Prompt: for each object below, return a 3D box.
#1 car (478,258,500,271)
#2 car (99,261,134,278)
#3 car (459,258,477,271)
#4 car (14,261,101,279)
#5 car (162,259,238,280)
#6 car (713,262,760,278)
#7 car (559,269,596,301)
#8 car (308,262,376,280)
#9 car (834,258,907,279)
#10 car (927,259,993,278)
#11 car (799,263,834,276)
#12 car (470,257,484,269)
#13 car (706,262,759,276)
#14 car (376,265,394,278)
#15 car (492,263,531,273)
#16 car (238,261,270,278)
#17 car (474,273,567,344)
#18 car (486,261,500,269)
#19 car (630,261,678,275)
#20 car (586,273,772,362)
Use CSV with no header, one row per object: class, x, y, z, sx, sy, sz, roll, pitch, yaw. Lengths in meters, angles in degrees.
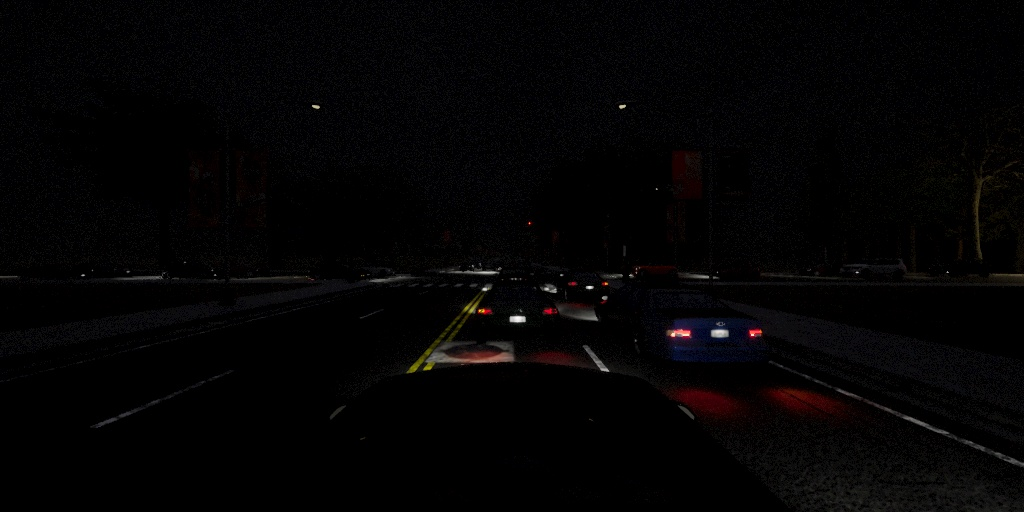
car,-3.313,1.406,52.753,2.128,1.511,4.902,0,0,0
car,-38.042,1.190,33.219,4.902,1.511,2.128,0,0,0
car,-6.565,1.417,52.201,1.837,1.490,4.892,0,0,0
car,-38.055,1.293,29.968,4.718,1.301,1.895,0,0,0
car,-26.304,1.081,30.077,4.553,1.767,2.097,0,0,-1
car,23.234,1.522,37.156,4.181,1.385,1.994,0,0,-2
car,3.358,1.340,17.553,1.994,1.385,4.181,0,0,0
car,-14.323,1.278,29.874,4.892,1.490,1.837,0,0,4
car,37.475,1.263,37.241,5.566,2.045,2.150,1,0,0
car,50.576,1.357,40.504,5.566,2.045,2.150,1,0,0
car,35.294,1.508,40.469,5.008,1.535,1.882,0,0,1
car,-6.550,1.194,62.052,2.150,2.045,5.566,0,0,0
car,24.804,1.476,40.403,4.892,1.490,1.837,0,0,-1
car,-13.510,1.308,33.742,4.674,1.442,1.812,0,0,-4
car,0.099,1.284,18.565,1.837,1.490,4.892,0,0,0
car,-25.337,1.216,33.336,5.008,1.535,1.882,0,0,-1
car,0.107,1.321,9.659,1.994,1.385,4.181,0,0,0
car,-3.290,1.523,62.504,2.033,1.411,5.357,0,0,1
car,14.600,1.266,37.062,4.553,1.767,2.097,0,0,-1
car,3.354,1.303,8.310,2.033,1.411,5.357,0,0,0
